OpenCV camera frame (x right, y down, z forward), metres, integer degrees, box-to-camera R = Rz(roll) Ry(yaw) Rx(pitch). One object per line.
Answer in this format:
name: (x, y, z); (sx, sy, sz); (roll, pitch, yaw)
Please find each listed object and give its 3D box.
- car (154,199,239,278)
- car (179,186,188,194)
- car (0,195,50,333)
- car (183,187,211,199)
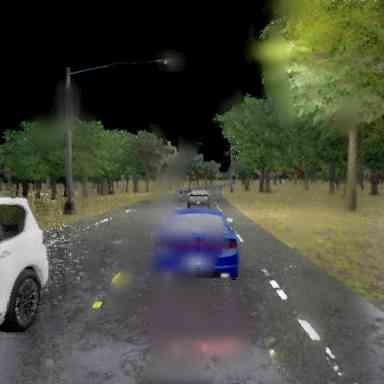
car: (0.146, 1.178, 9.163); (1.882, 1.535, 5.008); (0, 2, 1)
car: (-1.312, -0.376, 61.801); (1.994, 1.385, 4.181); (0, 2, 4)
car: (-3.529, 1.106, 3.456); (2.150, 2.045, 5.566); (0, 2, 1)
car: (0.602, 0.570, 28.575); (2.128, 1.511, 4.902); (0, 2, 2)
